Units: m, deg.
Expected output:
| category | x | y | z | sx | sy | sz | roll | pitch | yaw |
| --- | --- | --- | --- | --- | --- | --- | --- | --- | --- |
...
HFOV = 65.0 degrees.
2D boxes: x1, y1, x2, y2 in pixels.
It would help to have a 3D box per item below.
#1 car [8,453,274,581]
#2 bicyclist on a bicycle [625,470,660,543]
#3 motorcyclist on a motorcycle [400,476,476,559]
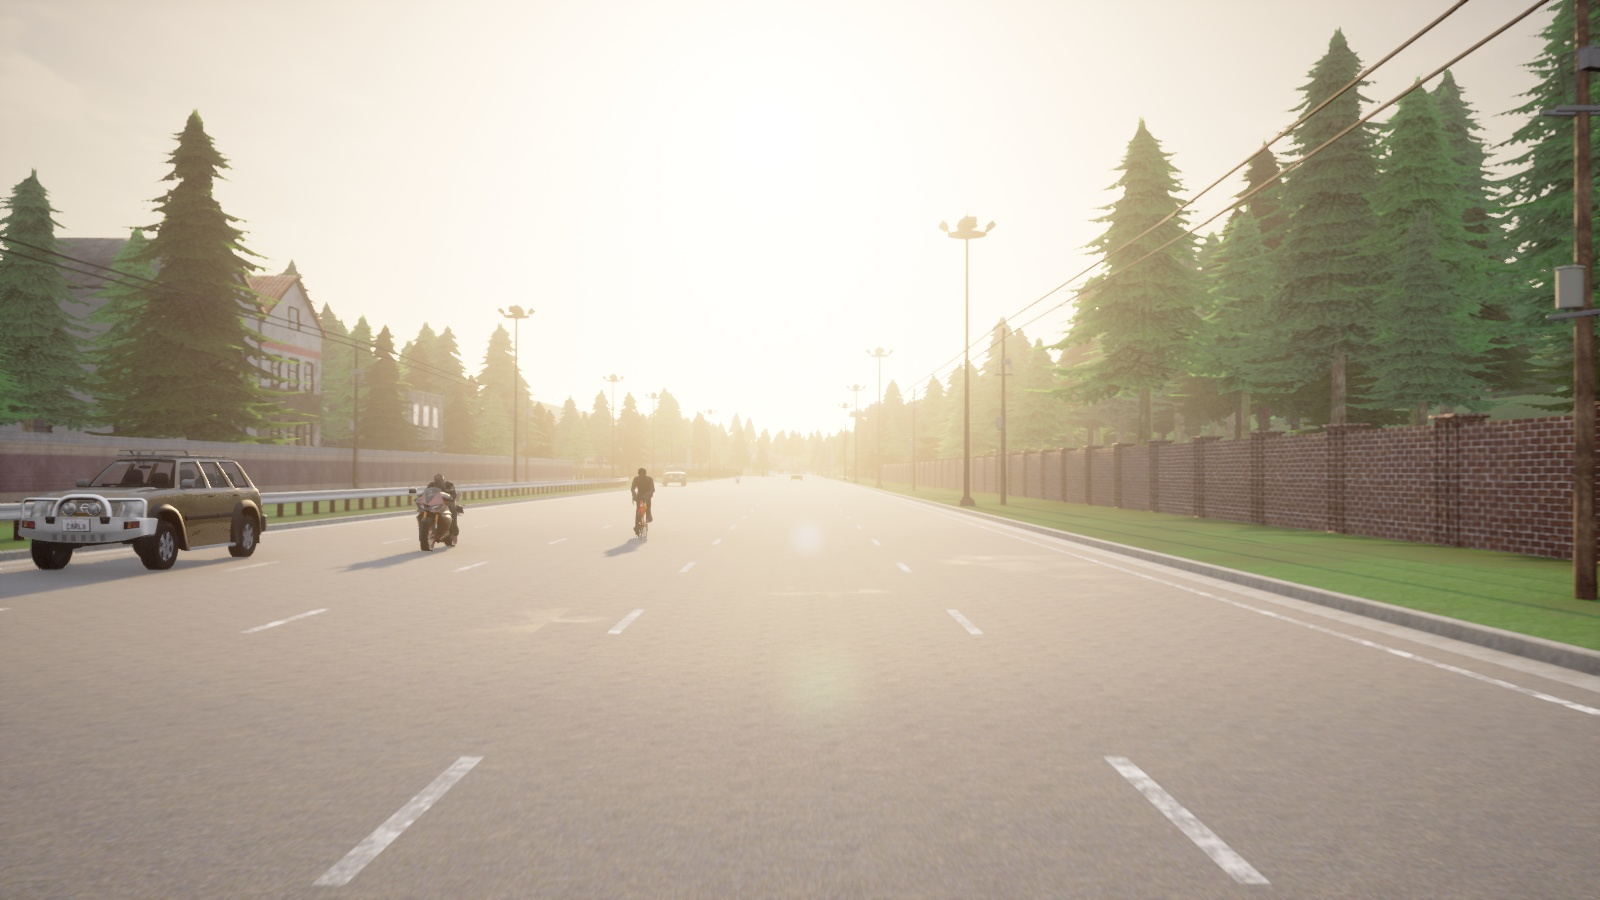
| category | x | y | z | sx | sy | sz | roll | pitch | yaw |
| --- | --- | --- | --- | --- | --- | --- | --- | --- | --- |
| car | -10.550 | 1.018 | 20.568 | 1.932 | 1.855 | 4.605 | 0 | -1 | 0 |
| bicyclist on a bicycle | -3.569 | 1.261 | 28.600 | 0.582 | 1.620 | 1.656 | 0 | -1 | 0 |
| motorcyclist on a motorcycle | -7.059 | 1.290 | 24.634 | 0.866 | 1.530 | 2.191 | 0 | -1 | 0 |
